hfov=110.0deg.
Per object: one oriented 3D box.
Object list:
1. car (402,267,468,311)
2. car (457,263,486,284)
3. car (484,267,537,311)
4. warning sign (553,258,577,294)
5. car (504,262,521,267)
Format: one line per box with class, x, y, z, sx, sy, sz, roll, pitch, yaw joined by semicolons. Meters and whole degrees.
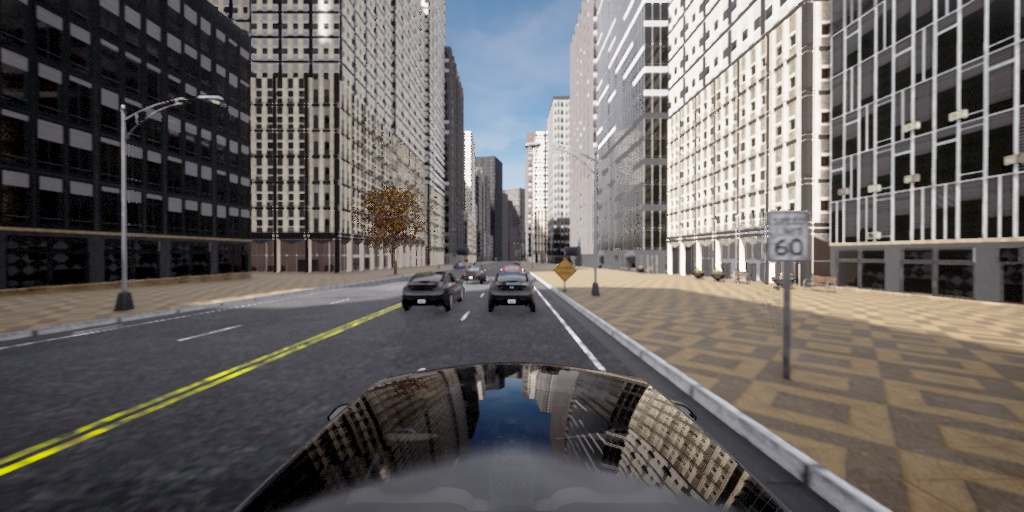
car;-3.242;1.391;15.334;1.837;1.490;4.892;0;0;0
car;-3.257;1.561;30.748;1.812;1.442;4.674;0;0;1
car;0.008;1.391;15.348;1.837;1.490;4.892;0;0;0
warning sign;2.829;1.039;19.297;1.300;1.860;1.060;0;0;0
car;-0.004;1.517;31.070;1.882;1.535;5.008;0;0;0
